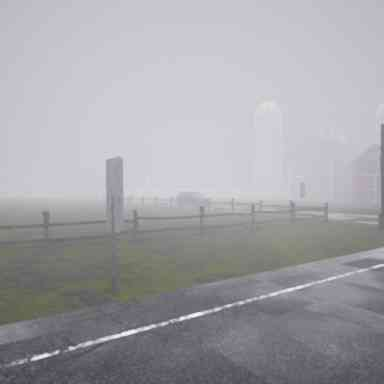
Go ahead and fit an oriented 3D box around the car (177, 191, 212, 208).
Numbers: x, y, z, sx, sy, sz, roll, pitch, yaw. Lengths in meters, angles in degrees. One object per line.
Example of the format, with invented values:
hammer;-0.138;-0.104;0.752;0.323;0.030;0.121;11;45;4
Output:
car;0.239;0.887;42.282;2.150;2.045;5.566;-1;1;-36

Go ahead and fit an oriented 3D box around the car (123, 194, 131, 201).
car;-12.618;1.051;60.288;1.895;1.301;4.718;-1;1;-36
